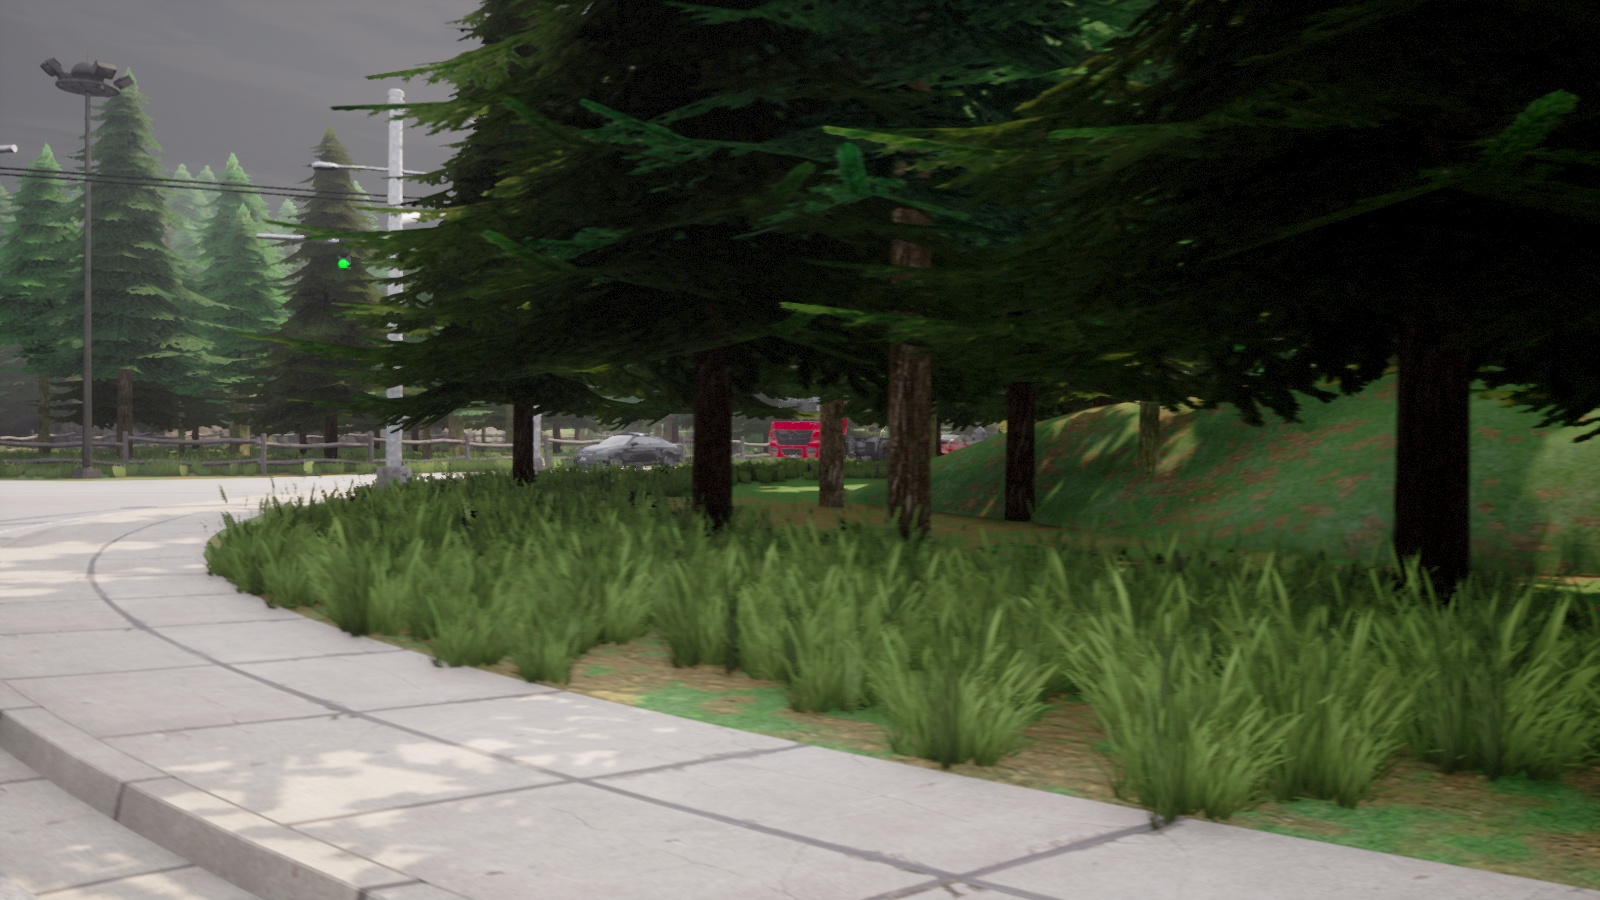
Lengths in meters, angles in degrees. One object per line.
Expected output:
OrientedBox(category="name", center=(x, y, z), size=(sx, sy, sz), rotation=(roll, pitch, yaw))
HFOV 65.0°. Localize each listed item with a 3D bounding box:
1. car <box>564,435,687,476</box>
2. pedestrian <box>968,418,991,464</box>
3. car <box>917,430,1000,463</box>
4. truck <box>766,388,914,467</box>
OrientedBox(category="car", center=(-6.558, 0.191, 47.709), size=(1.812, 1.442, 4.674), rotation=(0, 1, 37))
OrientedBox(category="pedestrian", center=(7.723, -0.379, 53.973), size=(0.659, 1.952, 0.873), rotation=(0, 1, 34))
OrientedBox(category="car", center=(7.688, -0.181, 60.630), size=(2.007, 1.525, 4.514), rotation=(0, 1, 37))
OrientedBox(category="truck", center=(2.012, -1.038, 58.945), size=(2.891, 3.462, 7.936), rotation=(0, 1, 37))
